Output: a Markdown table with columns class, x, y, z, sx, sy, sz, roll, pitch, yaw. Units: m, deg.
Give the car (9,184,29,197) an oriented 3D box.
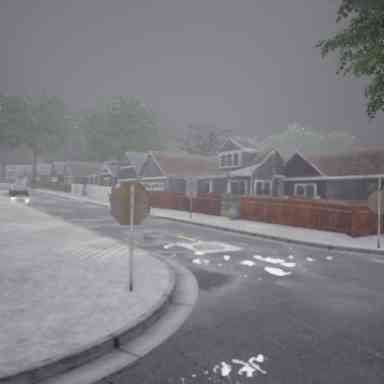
| class | x | y | z | sx | sy | sz | roll | pitch | yaw |
| --- | --- | --- | --- | --- | --- | --- | --- | --- | --- |
| car | -22.886 | -0.260 | 43.902 | 1.882 | 1.535 | 5.008 | 1 | 2 | -35 |
